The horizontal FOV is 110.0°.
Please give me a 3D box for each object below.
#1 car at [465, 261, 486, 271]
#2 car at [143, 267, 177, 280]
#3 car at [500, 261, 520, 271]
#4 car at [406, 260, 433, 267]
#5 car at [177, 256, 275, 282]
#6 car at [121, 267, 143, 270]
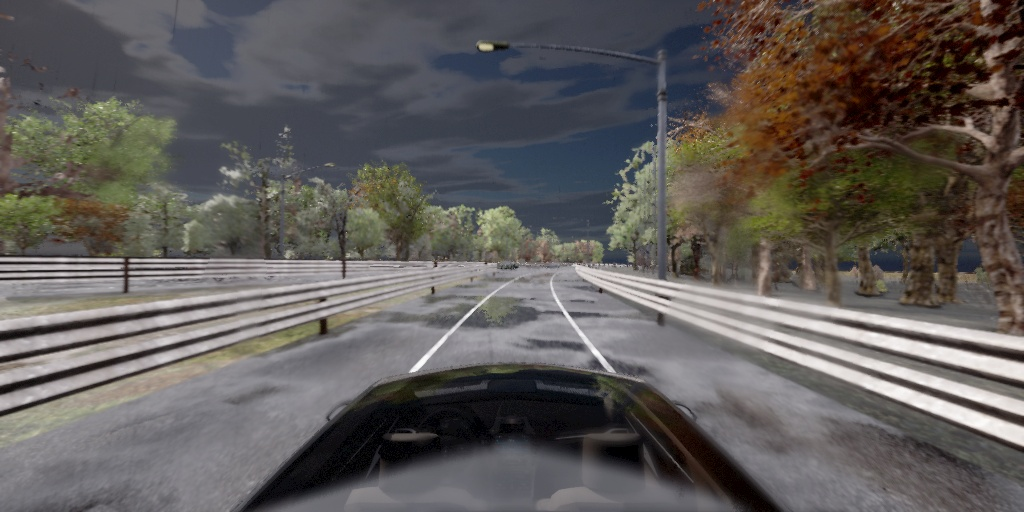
[{"bbox_3d":[-5.817,1.647,58.344,1.994,1.385,4.181,0,-1,22],"label":"car"},{"bbox_3d":[-20.353,0.785,23.569,1.837,1.490,4.892,0,-1,23],"label":"car"},{"bbox_3d":[-0.290,1.614,62.478,2.097,1.767,4.553,2,-1,22],"label":"car"},{"bbox_3d":[-12.871,1.356,50.470,2.128,1.511,4.902,0,-1,23],"label":"car"},{"bbox_3d":[-17.135,0.816,22.194,1.812,1.442,4.674,0,-1,23],"label":"car"},{"bbox_3d":[-23.550,0.879,24.983,1.895,1.301,4.718,0,-1,23],"label":"car"}]
